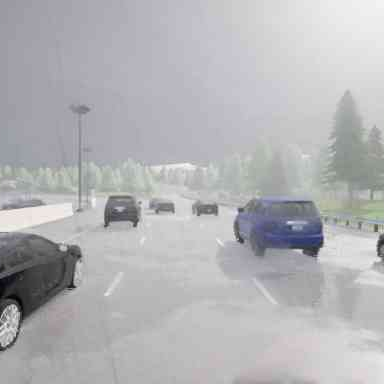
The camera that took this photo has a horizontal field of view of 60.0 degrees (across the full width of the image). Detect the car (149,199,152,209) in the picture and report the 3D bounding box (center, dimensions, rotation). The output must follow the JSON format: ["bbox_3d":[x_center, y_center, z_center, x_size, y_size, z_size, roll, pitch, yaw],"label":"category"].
[{"bbox_3d":[-4.716,1.500,44.715,1.837,1.490,4.892,0,0,-13],"label":"car"}]

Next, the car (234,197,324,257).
[{"bbox_3d":[3.159,1.220,13.118,2.150,2.045,5.566,0,0,-3],"label":"car"}]

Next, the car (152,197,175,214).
[{"bbox_3d":[-2.977,1.474,35.541,1.882,1.535,5.008,0,0,-9],"label":"car"}]

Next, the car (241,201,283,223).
[{"bbox_3d":[5.418,1.502,26.544,1.837,1.490,4.892,0,0,-7],"label":"car"}]

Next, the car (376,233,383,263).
[{"bbox_3d":[6.859,1.490,8.670,2.128,1.511,4.902,0,0,-2],"label":"car"}]

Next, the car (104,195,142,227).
[{"bbox_3d":[-4.751,1.221,23.215,2.150,2.045,5.566,0,0,-6],"label":"car"}]

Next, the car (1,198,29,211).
[{"bbox_3d":[-21.990,1.522,41.455,1.812,1.442,4.674,0,0,-12],"label":"car"}]

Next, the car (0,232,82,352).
[{"bbox_3d":[-3.557,1.477,6.148,1.882,1.535,5.008,0,0,-1],"label":"car"}]

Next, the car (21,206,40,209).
[{"bbox_3d":[-17.509,1.503,36.508,1.837,1.490,4.892,0,-1,-10],"label":"car"}]

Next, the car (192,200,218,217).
[{"bbox_3d":[1.165,1.474,31.881,1.882,1.535,5.008,0,0,-8],"label":"car"}]
